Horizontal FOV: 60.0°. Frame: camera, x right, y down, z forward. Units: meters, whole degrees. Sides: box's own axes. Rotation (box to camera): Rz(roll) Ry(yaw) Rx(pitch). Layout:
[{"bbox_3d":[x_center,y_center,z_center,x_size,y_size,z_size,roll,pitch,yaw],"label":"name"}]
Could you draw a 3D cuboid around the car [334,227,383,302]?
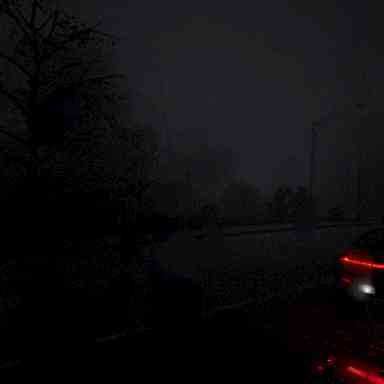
[{"bbox_3d":[5.114,1.520,7.391,4.892,1.490,1.837,1,0,-35],"label":"car"}]
